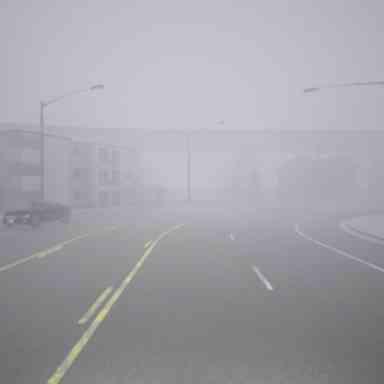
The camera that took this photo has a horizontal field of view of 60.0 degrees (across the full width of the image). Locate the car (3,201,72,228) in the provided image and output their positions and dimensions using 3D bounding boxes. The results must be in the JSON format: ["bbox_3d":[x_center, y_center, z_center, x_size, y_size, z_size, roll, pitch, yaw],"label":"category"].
[{"bbox_3d":[-9.588,1.343,20.998,2.128,1.511,4.902,0,0,13],"label":"car"}]
